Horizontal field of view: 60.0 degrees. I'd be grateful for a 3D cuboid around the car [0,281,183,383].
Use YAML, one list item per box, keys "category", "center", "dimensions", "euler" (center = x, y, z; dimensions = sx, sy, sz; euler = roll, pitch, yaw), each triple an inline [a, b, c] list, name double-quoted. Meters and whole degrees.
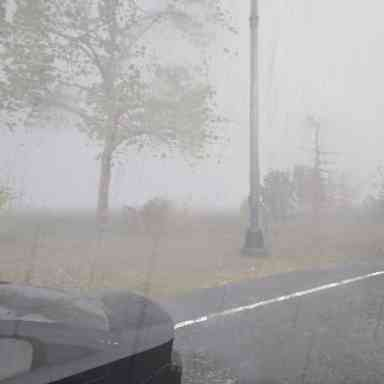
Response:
- category: "car"
  center: [-2.434, 1.491, 2.185]
  dimensions: [5.008, 1.535, 1.882]
  euler: [0, 0, -34]
